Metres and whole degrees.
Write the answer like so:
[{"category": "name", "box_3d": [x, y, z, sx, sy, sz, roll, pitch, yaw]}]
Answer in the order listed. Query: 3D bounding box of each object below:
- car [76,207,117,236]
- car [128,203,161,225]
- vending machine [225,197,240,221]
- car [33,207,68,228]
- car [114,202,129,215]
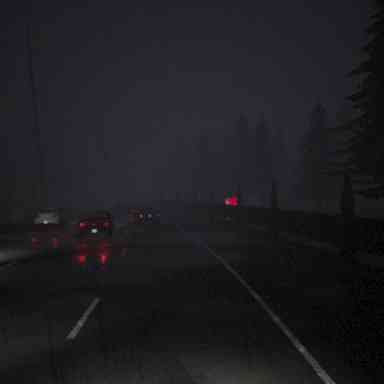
[{"category": "car", "box_3d": [-5.722, 1.827, 20.169, 1.895, 1.301, 4.718, 0, -1, -11]}, {"category": "car", "box_3d": [-3.760, 1.841, 27.077, 2.033, 1.411, 5.357, 0, -1, -15]}, {"category": "vending machine", "box_3d": [3.637, 1.501, 30.086, 1.100, 2.100, 0.880, 0, -1, -15]}, {"category": "car", "box_3d": [-10.322, 1.808, 24.444, 1.812, 1.442, 4.674, 0, -1, -14]}, {"category": "car", "box_3d": [-8.492, 1.928, 41.000, 1.882, 1.535, 5.008, 0, 0, -21]}]
